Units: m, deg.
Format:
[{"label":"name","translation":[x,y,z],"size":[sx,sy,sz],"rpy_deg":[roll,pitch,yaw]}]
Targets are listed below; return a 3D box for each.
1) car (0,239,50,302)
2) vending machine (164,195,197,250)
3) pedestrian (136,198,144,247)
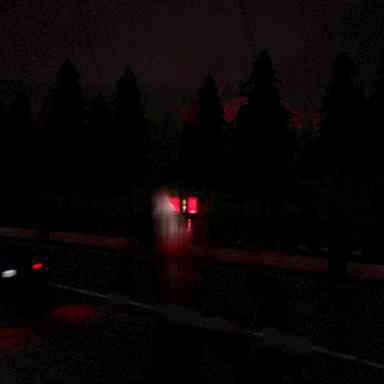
[{"label":"car","translation":[-5.536,1.547,7.347],"size":[5.357,1.411,2.033],"rpy_deg":[0,0,29]},{"label":"vending machine","translation":[-0.438,1.195,13.472],"size":[0.880,2.100,1.100],"rpy_deg":[0,0,31]},{"label":"pedestrian","translation":[-1.946,1.141,12.674],"size":[0.375,1.860,0.375],"rpy_deg":[0,0,31]}]
